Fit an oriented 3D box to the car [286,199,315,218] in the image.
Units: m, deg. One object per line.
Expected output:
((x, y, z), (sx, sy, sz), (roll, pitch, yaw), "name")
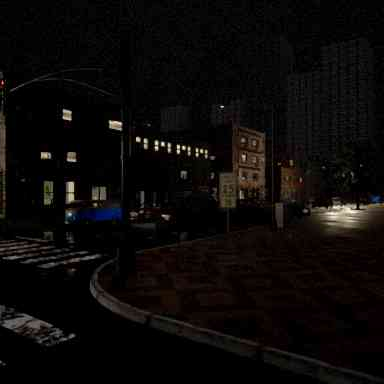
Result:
((9.756, 1.657, 31.284), (1.947, 1.339, 4.313), (-1, -1, 35), "car")

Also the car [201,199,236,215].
((2.915, 1.570, 36.126), (1.967, 1.590, 4.097), (-1, -1, 35), "car")

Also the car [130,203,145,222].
((-3.470, 1.531, 27.109), (1.967, 1.590, 4.097), (-1, -1, 35), "car")

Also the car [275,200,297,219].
((6.564, 1.616, 26.776), (1.887, 1.381, 4.507), (-1, -1, 35), "car")

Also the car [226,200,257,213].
((6.107, 1.701, 40.632), (2.008, 1.369, 4.403), (-1, -1, 35), "car")

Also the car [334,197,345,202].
((38.031, 1.936, 85.715), (1.887, 1.381, 4.507), (-1, -1, 35), "car")

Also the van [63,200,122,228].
((-6.663, 1.414, 22.601), (1.690, 1.788, 3.998), (-1, 0, 35), "van")

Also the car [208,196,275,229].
((3.370, 1.368, 22.269), (2.192, 1.841, 5.009), (-1, -1, 35), "car")

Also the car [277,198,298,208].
((15.586, 1.742, 54.018), (1.752, 1.417, 4.829), (-1, -1, 35), "car")

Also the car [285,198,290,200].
((10.869, 1.704, 42.812), (2.033, 1.411, 5.357), (0, 0, 36), "car")

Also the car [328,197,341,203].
((34.839, 1.915, 81.207), (2.008, 1.369, 4.403), (-1, -1, 35), "car")

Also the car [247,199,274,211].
((9.300, 1.723, 45.141), (2.008, 1.369, 4.403), (-1, -1, 35), "car")

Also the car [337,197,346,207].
((25.392, 1.829, 57.840), (1.895, 1.301, 4.718), (0, 0, 36), "car")

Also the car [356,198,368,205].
((32.103, 1.801, 62.841), (2.008, 1.369, 4.403), (-1, -1, 35), "car")

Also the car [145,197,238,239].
((0.177, 1.350, 17.761), (2.192, 1.841, 5.009), (-1, -1, 35), "car")

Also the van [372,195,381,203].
((44.871, 1.694, 80.877), (1.690, 1.788, 3.998), (-1, -1, 35), "van")

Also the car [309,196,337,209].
((19.522, 1.537, 49.550), (2.097, 1.767, 4.553), (0, 0, 35), "car")
